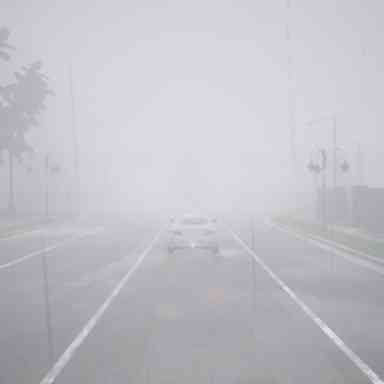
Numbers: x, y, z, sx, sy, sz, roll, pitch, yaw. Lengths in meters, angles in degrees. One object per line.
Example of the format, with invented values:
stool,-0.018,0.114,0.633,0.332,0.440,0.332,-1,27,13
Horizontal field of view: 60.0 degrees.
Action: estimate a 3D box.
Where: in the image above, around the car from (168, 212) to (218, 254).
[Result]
car,0.055,1.533,13.475,1.812,1.442,4.674,0,0,1
